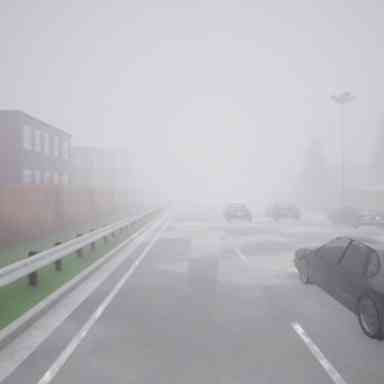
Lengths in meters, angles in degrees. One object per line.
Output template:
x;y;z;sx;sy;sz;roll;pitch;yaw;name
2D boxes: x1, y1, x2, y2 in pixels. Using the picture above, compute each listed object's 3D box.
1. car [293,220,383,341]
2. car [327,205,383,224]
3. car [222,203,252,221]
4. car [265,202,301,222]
3.594;1.550;6.440;2.033;1.411;5.357;0;0;0;car
10.594;1.557;21.440;2.033;1.411;5.357;0;0;0;car
3.596;1.576;26.980;1.994;1.385;4.181;0;0;0;car
7.096;1.503;26.368;2.128;1.511;4.902;0;0;0;car
